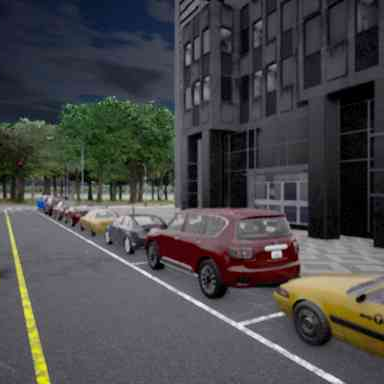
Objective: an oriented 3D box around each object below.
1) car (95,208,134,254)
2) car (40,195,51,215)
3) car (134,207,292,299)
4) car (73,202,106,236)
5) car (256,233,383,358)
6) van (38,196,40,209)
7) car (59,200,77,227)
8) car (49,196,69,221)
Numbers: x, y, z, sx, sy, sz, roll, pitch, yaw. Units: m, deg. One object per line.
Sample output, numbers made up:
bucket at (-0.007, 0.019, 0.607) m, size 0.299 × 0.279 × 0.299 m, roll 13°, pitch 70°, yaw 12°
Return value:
car at (-2.218, 1.537, 13.331) m, size 2.008 × 1.369 × 4.403 m, roll 0°, pitch 0°, yaw -30°
car at (-13.012, 1.291, 32.214) m, size 2.192 × 1.841 × 5.009 m, roll 0°, pitch 0°, yaw -30°
car at (0.480, 1.305, 8.610) m, size 2.192 × 1.841 × 5.009 m, roll 0°, pitch 0°, yaw -30°
car at (-5.001, 1.509, 18.200) m, size 1.752 × 1.417 × 4.829 m, roll 0°, pitch 0°, yaw -30°
car at (3.095, 1.519, 4.038) m, size 1.752 × 1.417 × 4.829 m, roll 0°, pitch 0°, yaw -30°
van at (-15.710, 1.316, 36.935) m, size 1.690 × 1.788 × 3.998 m, roll 0°, pitch 0°, yaw -30°
car at (-7.615, 1.525, 22.773) m, size 1.887 × 1.381 × 4.507 m, roll 0°, pitch 0°, yaw -30°
car at (-10.313, 1.418, 27.494) m, size 1.967 × 1.590 × 4.097 m, roll 0°, pitch 0°, yaw -30°
